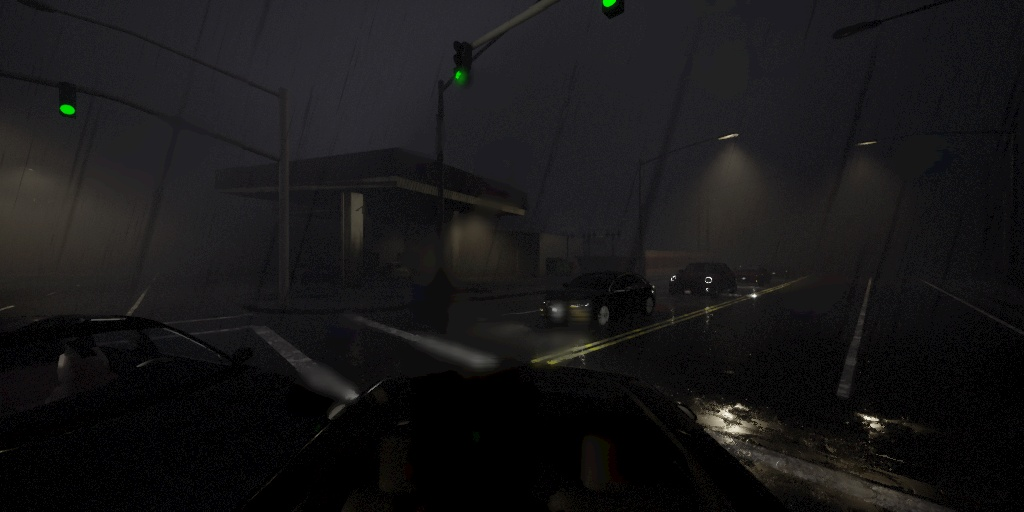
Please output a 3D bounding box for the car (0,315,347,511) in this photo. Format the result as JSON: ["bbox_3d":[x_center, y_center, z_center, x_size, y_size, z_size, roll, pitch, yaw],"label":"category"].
[{"bbox_3d":[-3.406,1.242,2.582,4.902,1.511,2.128,0,0,15],"label":"car"}]

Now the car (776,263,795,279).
[{"bbox_3d":[23.965,1.314,32.253,4.181,1.385,1.994,0,0,-44],"label":"car"}]

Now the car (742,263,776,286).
[{"bbox_3d":[16.792,1.314,25.241,1.994,1.385,4.181,0,0,44],"label":"car"}]

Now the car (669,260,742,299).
[{"bbox_3d":[9.825,1.102,18.370,4.553,1.767,2.097,0,0,-45],"label":"car"}]

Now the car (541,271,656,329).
[{"bbox_3d":[2.947,1.255,11.564,4.892,1.490,1.837,0,0,-45],"label":"car"}]
